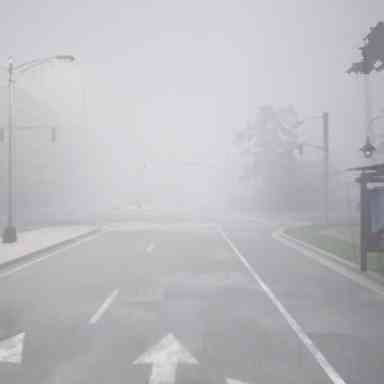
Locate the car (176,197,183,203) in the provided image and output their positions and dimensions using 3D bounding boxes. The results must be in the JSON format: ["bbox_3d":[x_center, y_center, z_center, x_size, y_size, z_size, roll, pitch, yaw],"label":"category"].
[{"bbox_3d":[-3.463,2.133,92.438,1.882,1.535,5.008,0,0,0],"label":"car"}]

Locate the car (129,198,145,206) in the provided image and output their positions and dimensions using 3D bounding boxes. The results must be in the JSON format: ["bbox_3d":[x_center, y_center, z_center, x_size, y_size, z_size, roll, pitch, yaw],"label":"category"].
[{"bbox_3d":[-11.474,2.025,67.719,2.128,1.511,4.902,0,0,0],"label":"car"}]

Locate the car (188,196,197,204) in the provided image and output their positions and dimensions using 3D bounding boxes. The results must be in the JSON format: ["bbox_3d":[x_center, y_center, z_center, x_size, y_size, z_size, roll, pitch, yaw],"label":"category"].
[{"bbox_3d":[0.033,2.108,82.020,1.837,1.490,4.892,0,0,0],"label":"car"}]

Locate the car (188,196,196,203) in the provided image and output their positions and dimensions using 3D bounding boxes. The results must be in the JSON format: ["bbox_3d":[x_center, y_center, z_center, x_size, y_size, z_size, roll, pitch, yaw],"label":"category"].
[{"bbox_3d":[0.037,2.010,92.408,2.097,1.767,4.553,0,0,0],"label":"car"}]

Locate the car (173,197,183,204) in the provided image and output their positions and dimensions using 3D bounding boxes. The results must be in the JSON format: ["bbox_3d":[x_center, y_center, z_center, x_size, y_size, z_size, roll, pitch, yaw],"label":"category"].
[{"bbox_3d":[-3.467,2.136,82.438,1.812,1.442,4.674,0,0,0],"label":"car"}]

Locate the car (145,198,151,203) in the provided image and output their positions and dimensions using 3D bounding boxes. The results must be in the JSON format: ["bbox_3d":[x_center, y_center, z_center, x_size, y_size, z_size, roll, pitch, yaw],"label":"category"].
[{"bbox_3d":[-11.467,2.133,83.476,1.994,1.385,4.181,0,0,0],"label":"car"}]
